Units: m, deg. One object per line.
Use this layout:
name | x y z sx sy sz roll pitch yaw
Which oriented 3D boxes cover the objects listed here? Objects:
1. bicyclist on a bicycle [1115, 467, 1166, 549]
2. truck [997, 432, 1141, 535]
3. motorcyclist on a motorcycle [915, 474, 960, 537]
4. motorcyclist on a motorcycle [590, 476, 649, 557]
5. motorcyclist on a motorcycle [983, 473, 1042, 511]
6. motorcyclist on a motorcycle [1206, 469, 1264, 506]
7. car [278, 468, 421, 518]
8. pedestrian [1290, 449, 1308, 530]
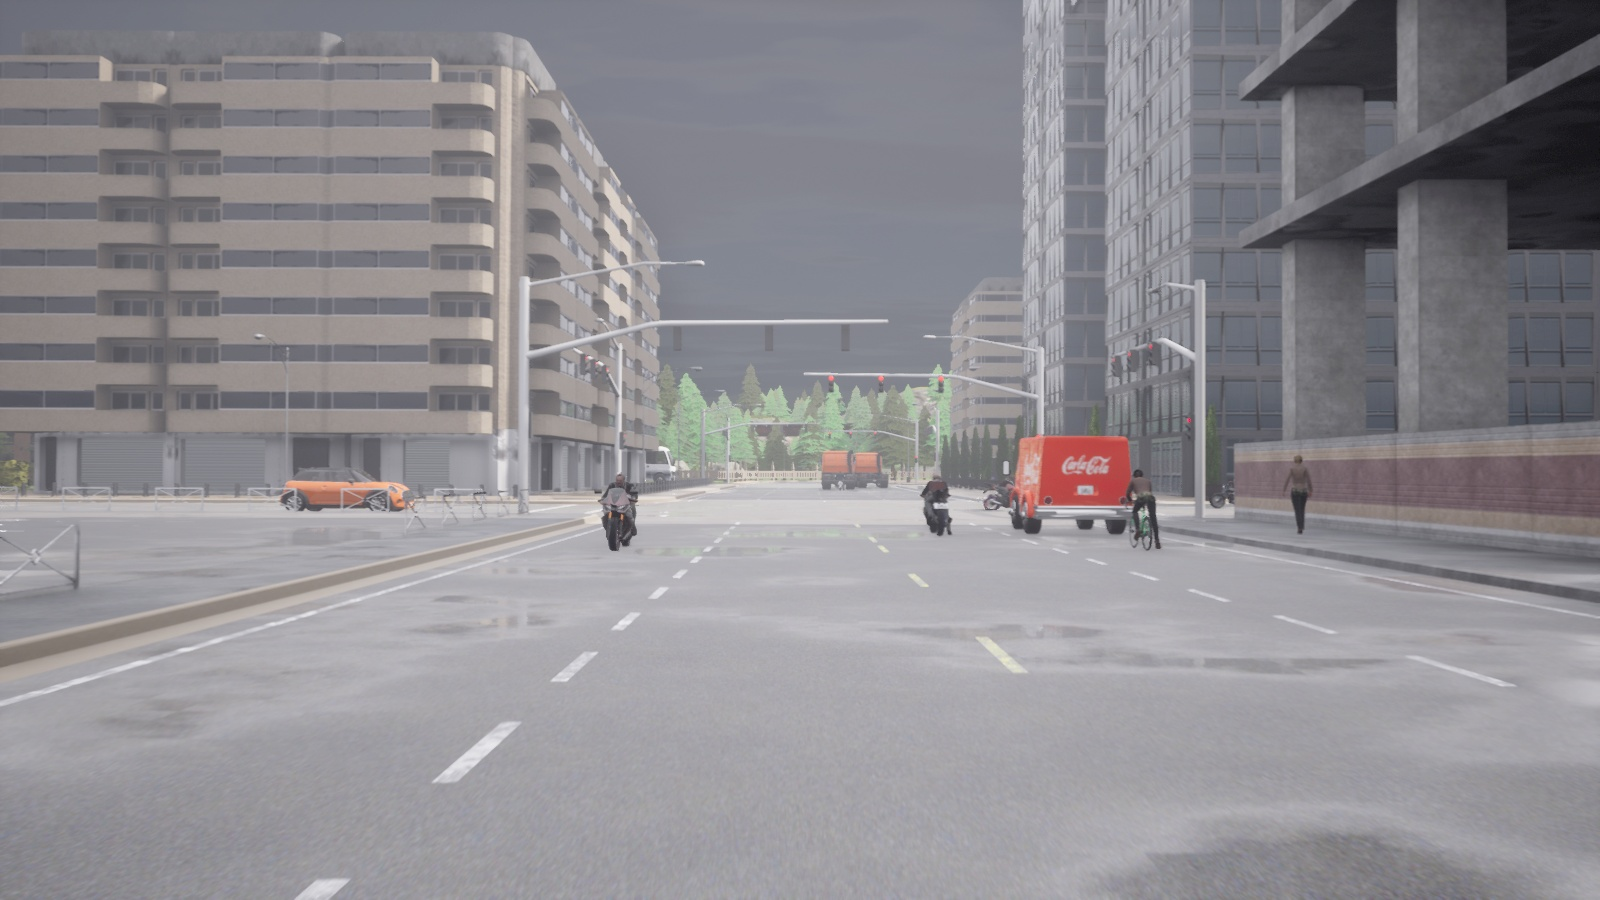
bicyclist on a bicycle | 6.937 1.169 25.637 0.582 1.620 1.656 0 -1 0
truck | 6.917 0.853 32.993 2.627 2.467 5.204 0 -1 0
motorcyclist on a motorcycle | 3.423 1.362 31.450 0.866 1.530 2.191 0 -1 0
motorcyclist on a motorcycle | -3.561 1.282 24.958 0.866 1.530 2.191 0 -1 0
motorcyclist on a motorcycle | 8.605 1.694 50.841 2.191 1.530 0.866 -1 -2 24
motorcyclist on a motorcycle | 19.676 1.693 56.797 2.350 1.649 0.766 0 -1 0
car | -16.562 1.571 46.335 4.553 1.767 2.097 0 -1 0
pedestrian | 11.463 0.908 28.865 0.331 1.846 0.634 -1 -1 17
